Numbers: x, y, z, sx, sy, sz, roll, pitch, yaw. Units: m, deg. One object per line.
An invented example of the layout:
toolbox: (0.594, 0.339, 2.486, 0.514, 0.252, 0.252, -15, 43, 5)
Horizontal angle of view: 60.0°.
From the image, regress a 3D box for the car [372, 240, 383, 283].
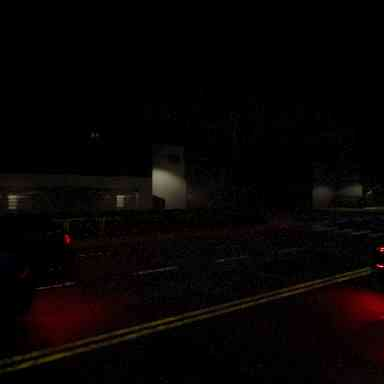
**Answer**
car: (6.442, 1.523, 8.376, 4.902, 1.511, 2.128, 0, 0, -35)

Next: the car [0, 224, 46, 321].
car: (-4.998, 1.473, 4.720, 5.008, 1.535, 1.882, 0, 0, -35)

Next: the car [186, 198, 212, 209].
car: (0.708, 1.579, 45.797, 2.128, 1.511, 4.902, 0, 0, -36)

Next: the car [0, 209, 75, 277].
car: (-5.549, 1.353, 8.623, 4.553, 1.767, 2.097, 0, 0, -35)
